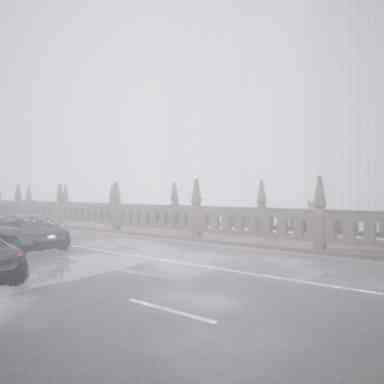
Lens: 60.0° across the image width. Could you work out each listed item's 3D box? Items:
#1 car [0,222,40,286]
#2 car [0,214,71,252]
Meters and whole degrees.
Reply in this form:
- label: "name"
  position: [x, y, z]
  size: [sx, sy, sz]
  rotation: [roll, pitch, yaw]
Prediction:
- label: "car"
  position: [-5.891, 1.564, 8.193]
  size: [4.181, 1.385, 1.994]
  rotation: [0, 0, 36]
- label: "car"
  position: [-6.642, 1.564, 13.028]
  size: [4.181, 1.385, 1.994]
  rotation: [0, 0, 36]
